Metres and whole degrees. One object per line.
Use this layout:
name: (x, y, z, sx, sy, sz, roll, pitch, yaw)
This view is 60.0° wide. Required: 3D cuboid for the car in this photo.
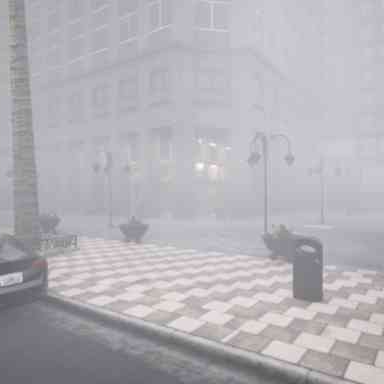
car: (-5.011, 1.553, 7.040, 4.786, 1.482, 2.161, 0, 0, 35)
